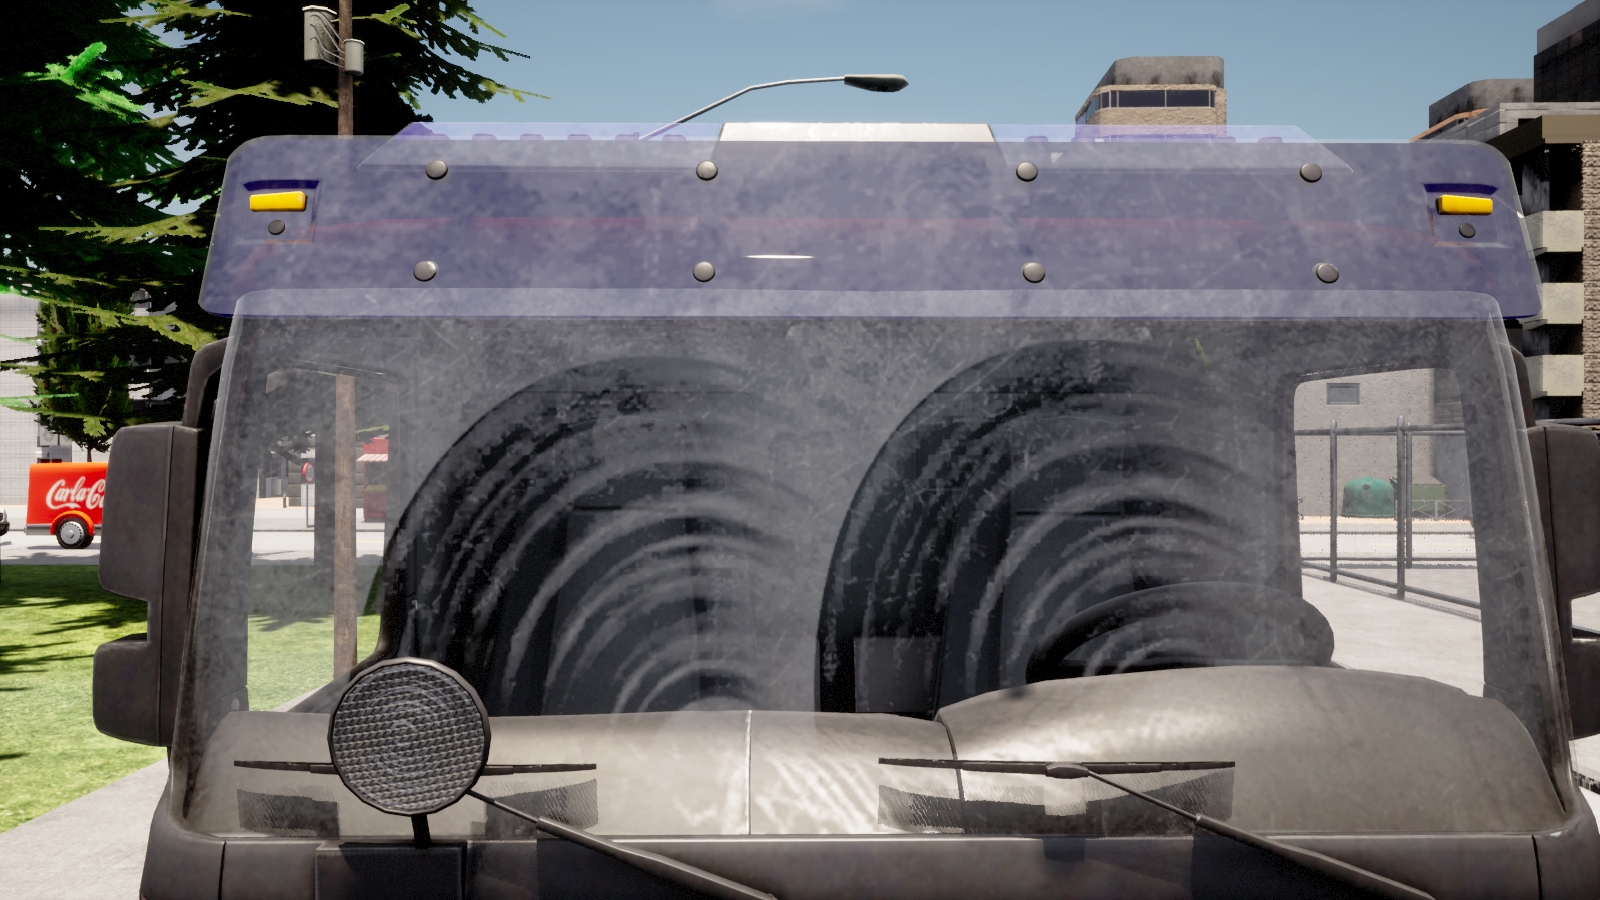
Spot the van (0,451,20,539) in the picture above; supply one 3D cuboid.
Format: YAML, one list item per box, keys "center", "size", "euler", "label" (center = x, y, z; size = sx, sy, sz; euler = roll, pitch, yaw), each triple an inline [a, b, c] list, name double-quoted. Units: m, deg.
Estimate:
- center: [-26.239, 1.314, 33.169]
  size: [5.915, 2.561, 1.988]
  euler: [0, 0, 2]
  label: "van"

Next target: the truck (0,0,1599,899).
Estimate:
- center: [0.092, 0.670, 5.580]
  size: [2.891, 3.827, 8.468]
  euler: [0, 0, -1]
  label: "truck"

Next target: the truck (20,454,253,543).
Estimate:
- center: [-19.012, 1.348, 32.943]
  size: [5.204, 2.467, 2.627]
  euler: [0, 0, 1]
  label: "truck"

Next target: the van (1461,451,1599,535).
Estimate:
- center: [24.242, 1.314, 35.747]
  size: [5.915, 2.561, 1.988]
  euler: [0, 0, 1]
  label: "van"
